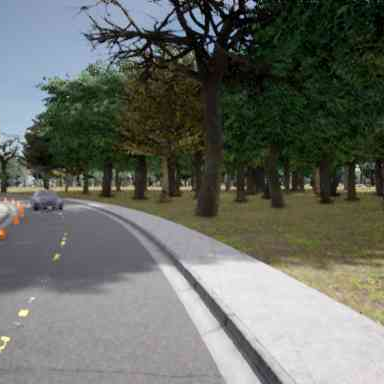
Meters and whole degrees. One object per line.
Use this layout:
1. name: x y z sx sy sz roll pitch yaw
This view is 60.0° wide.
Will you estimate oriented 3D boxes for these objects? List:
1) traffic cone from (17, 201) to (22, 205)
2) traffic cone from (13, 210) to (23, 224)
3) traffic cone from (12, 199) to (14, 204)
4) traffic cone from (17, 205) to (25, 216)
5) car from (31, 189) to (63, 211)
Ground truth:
1. traffic cone: -13.702 1.201 26.742 0.340 0.580 0.340 -1 2 -29
2. traffic cone: -9.500 1.437 17.976 0.340 0.580 0.340 -1 2 -22
3. traffic cone: -18.839 0.980 34.995 0.340 0.580 0.340 -1 2 -35
4. traffic cone: -11.481 1.317 22.416 0.340 0.580 0.340 -1 2 -26
5. car: -12.018 0.578 27.502 2.097 1.767 4.553 -1 2 -29
